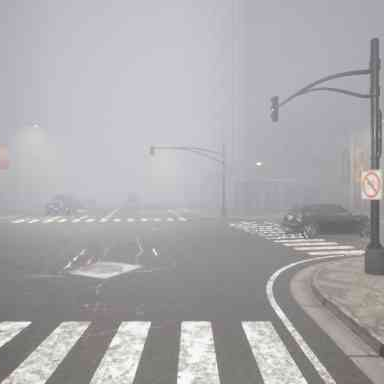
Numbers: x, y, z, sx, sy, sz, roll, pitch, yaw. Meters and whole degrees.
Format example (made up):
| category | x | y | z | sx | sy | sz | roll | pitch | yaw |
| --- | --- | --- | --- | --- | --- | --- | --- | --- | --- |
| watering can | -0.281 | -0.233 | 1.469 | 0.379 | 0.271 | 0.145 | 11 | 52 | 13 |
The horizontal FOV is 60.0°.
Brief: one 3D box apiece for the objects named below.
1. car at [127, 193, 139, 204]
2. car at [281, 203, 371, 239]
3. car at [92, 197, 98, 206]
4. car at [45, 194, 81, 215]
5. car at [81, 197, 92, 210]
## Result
| category | x | y | z | sx | sy | sz | roll | pitch | yaw |
| --- | --- | --- | --- | --- | --- | --- | --- | --- | --- |
| car | -11.229 | 1.274 | 63.145 | 2.150 | 2.045 | 5.566 | 0 | 0 | -9 |
| car | 6.955 | 1.351 | 16.912 | 4.553 | 1.767 | 2.097 | 0 | 0 | -9 |
| car | -16.529 | 1.515 | 54.059 | 1.882 | 1.535 | 5.008 | 0 | 0 | -9 |
| car | -13.313 | 1.239 | 34.167 | 2.150 | 2.045 | 5.566 | 0 | 0 | -10 |
| car | -14.922 | 1.590 | 44.026 | 1.994 | 1.385 | 4.181 | 0 | 0 | -10 |
